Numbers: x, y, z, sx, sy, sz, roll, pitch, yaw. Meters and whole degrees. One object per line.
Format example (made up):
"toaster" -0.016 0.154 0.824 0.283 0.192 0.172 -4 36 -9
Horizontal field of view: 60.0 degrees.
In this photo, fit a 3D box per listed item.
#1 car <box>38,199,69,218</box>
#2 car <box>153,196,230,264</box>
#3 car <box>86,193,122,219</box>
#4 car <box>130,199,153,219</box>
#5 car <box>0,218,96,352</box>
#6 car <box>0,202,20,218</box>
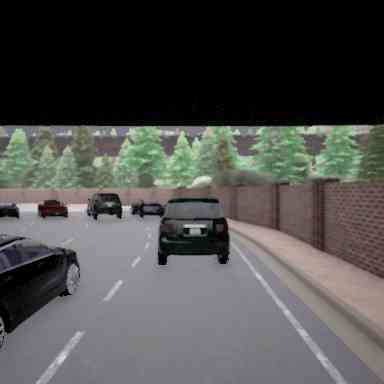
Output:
"car" -11.409 1.345 27.270 1.882 1.535 5.008 0 0 -30
"car" -0.068 1.161 11.780 2.150 2.045 5.566 0 0 -3
"car" -7.255 1.086 27.314 2.150 2.045 5.566 0 0 -24
"car" -3.909 1.351 28.068 2.128 1.511 4.902 0 0 -23
"car" -3.430 1.465 5.585 2.128 1.511 4.902 0 0 0
"car" -14.744 1.474 26.324 1.895 1.301 4.718 0 0 -31
